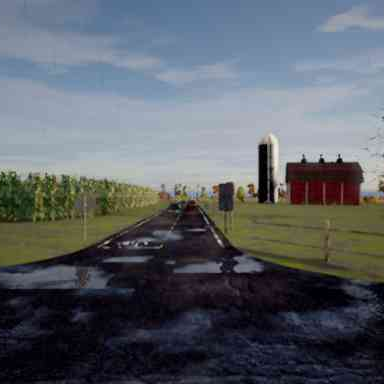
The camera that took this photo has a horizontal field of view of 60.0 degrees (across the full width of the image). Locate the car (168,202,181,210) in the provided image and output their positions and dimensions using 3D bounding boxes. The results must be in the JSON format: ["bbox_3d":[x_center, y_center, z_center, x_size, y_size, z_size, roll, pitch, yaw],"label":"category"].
[{"bbox_3d":[-2.798,2.258,54.867,1.994,1.385,4.181,0,-1,0],"label":"car"}]

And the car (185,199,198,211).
[{"bbox_3d":[-0.043,2.137,50.256,1.837,1.490,4.892,0,-1,0],"label":"car"}]

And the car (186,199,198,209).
[{"bbox_3d":[-0.056,2.124,60.663,2.097,1.767,4.553,0,-1,0],"label":"car"}]
